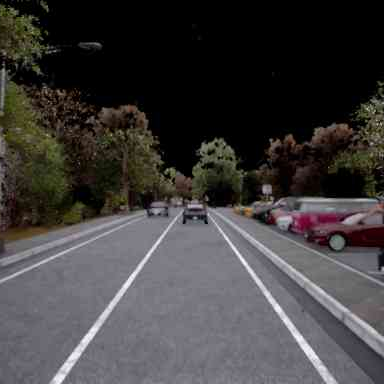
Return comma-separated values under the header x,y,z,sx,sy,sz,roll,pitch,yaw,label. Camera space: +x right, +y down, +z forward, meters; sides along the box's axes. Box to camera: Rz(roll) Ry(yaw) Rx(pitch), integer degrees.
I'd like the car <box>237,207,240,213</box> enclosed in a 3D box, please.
x,y,z,sx,sy,sz,roll,pitch,yaw,label
7.269,1.665,32.990,4.892,1.521,2.231,0,-1,0,car

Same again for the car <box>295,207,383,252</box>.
x,y,z,sx,sy,sz,roll,pitch,yaw,label
7.151,1.517,13.566,5.008,1.535,2.097,0,0,0,car

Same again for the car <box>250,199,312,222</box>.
x,y,z,sx,sy,sz,roll,pitch,yaw,label
7.261,1.481,27.443,4.553,1.767,2.185,0,0,0,car

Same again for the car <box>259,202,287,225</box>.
x,y,z,sx,sy,sz,roll,pitch,yaw,label
7.225,1.599,21.894,4.792,1.488,2.163,0,0,0,car

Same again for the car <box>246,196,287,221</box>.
x,y,z,sx,sy,sz,roll,pitch,yaw,label
7.184,1.335,24.672,5.566,2.045,2.435,0,0,0,car

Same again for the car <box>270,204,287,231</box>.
x,y,z,sx,sy,sz,roll,pitch,yaw,label
7.181,1.592,19.118,4.674,1.452,2.002,0,0,0,car

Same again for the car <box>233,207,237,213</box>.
x,y,z,sx,sy,sz,roll,pitch,yaw,label
7.094,1.702,35.760,5.366,1.575,1.946,0,-1,0,car

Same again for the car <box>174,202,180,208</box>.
x,y,z,sx,sy,sz,roll,pitch,yaw,label
-2.847,2.922,73.517,1.812,1.442,4.674,0,-2,0,car

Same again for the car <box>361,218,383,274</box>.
x,y,z,sx,sy,sz,roll,pitch,yaw,label
7.082,1.512,8.015,4.792,1.488,2.163,0,0,0,car

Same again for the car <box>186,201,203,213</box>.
x,y,z,sx,sy,sz,roll,pitch,yaw,label
0.334,1.881,42.896,2.128,1.511,4.902,0,-1,0,car

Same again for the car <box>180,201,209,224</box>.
x,y,z,sx,sy,sz,roll,pitch,yaw,label
0.242,1.626,26.162,1.837,1.490,4.892,0,-1,0,car

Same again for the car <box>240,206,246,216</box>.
x,y,z,sx,sy,sz,roll,pitch,yaw,label
7.253,1.631,30.219,5.008,1.535,2.097,0,0,0,car

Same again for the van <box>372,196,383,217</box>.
x,y,z,sx,sy,sz,roll,pitch,yaw,label
20.460,1.436,32.810,4.442,1.987,1.878,0,-1,0,van

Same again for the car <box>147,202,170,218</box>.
x,y,z,sx,sy,sz,roll,pitch,yaw,label
-3.172,1.679,31.987,2.128,1.511,4.902,0,-1,0,car

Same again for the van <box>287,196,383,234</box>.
x,y,z,sx,sy,sz,roll,pitch,yaw,label
7.279,1.309,16.343,4.442,1.987,1.878,0,0,0,van
